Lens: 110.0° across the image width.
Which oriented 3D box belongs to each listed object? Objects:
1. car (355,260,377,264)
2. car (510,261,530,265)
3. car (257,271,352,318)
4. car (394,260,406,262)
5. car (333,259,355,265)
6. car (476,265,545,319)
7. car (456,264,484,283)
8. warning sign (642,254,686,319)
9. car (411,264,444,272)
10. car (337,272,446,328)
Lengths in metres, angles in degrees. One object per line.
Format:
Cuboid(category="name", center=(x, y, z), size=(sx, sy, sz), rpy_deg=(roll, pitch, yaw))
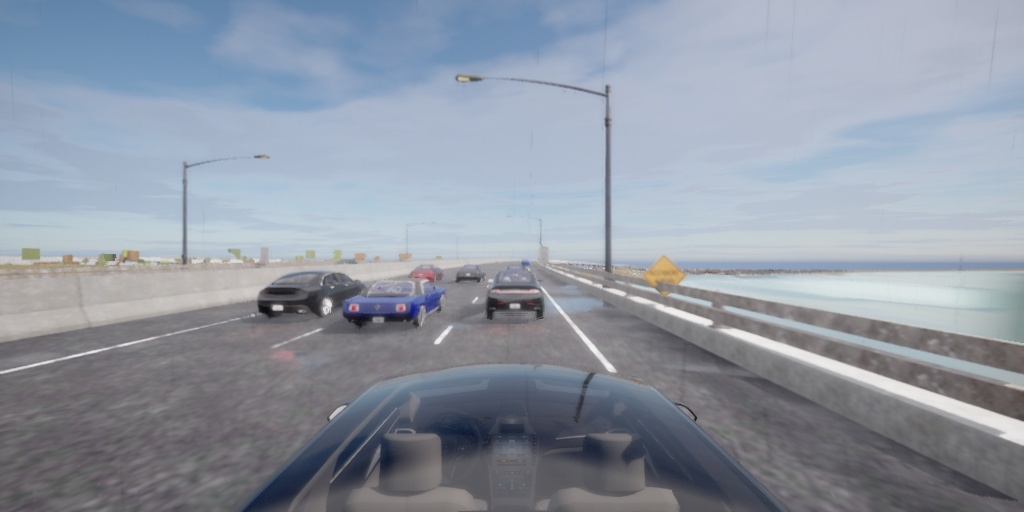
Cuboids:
Cuboid(category="car", center=(-20.318, 1.393, 51.591), size=(1.994, 1.385, 4.181), rpy_deg=(0, 0, 2))
Cuboid(category="car", center=(0.305, 1.348, 28.534), size=(1.994, 1.385, 4.181), rpy_deg=(0, 0, 1))
Cuboid(category="car", center=(-6.881, 1.267, 13.009), size=(1.837, 1.490, 4.892), rpy_deg=(0, 0, 1))
Cuboid(category="car", center=(-16.770, 1.337, 52.982), size=(1.837, 1.490, 4.892), rpy_deg=(0, 0, 2))
Cuboid(category="car", center=(-23.822, 1.182, 51.395), size=(2.097, 1.767, 4.553), rpy_deg=(0, 0, 2))
Cuboid(category="car", center=(0.117, 1.253, 12.898), size=(2.128, 1.511, 4.902), rpy_deg=(0, 0, 1))
Cuboid(category="car", center=(-3.197, 1.347, 28.527), size=(1.994, 1.385, 4.181), rpy_deg=(0, 0, 1))
Cuboid(category="warning sign", center=(4.577, 0.875, 10.751), size=(1.300, 1.860, 1.060), rpy_deg=(0, 0, 0))
Cuboid(category="car", center=(-6.698, 1.347, 28.534), size=(1.994, 1.385, 4.181), rpy_deg=(0, 0, 1))
Cuboid(category="car", center=(-3.401, 1.360, 11.442), size=(1.895, 1.301, 4.718), rpy_deg=(0, 0, 1))
